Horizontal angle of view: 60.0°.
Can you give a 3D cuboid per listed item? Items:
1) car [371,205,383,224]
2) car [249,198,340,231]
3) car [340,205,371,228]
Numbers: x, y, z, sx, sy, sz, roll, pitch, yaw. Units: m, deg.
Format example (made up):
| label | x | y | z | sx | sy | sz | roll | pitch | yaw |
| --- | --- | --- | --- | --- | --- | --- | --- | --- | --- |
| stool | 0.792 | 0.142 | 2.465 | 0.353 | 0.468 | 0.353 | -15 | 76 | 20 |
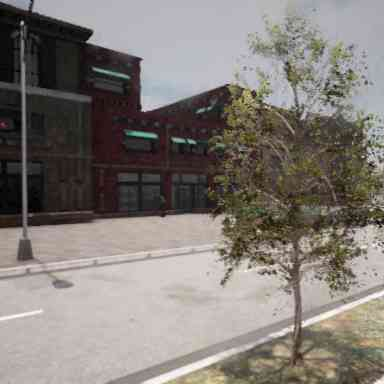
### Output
| label | x | y | z | sx | sy | sz | roll | pitch | yaw |
| --- | --- | --- | --- | --- | --- | --- | --- | --- | --- |
| car | 14.247 | 1.840 | 28.364 | 2.231 | 1.521 | 4.892 | 2 | -1 | -42 |
| car | 5.919 | 1.383 | 21.105 | 2.435 | 2.045 | 5.566 | 1 | -1 | -39 |
| car | 10.084 | 1.757 | 24.636 | 2.163 | 1.488 | 4.792 | 1 | -1 | -40 |
